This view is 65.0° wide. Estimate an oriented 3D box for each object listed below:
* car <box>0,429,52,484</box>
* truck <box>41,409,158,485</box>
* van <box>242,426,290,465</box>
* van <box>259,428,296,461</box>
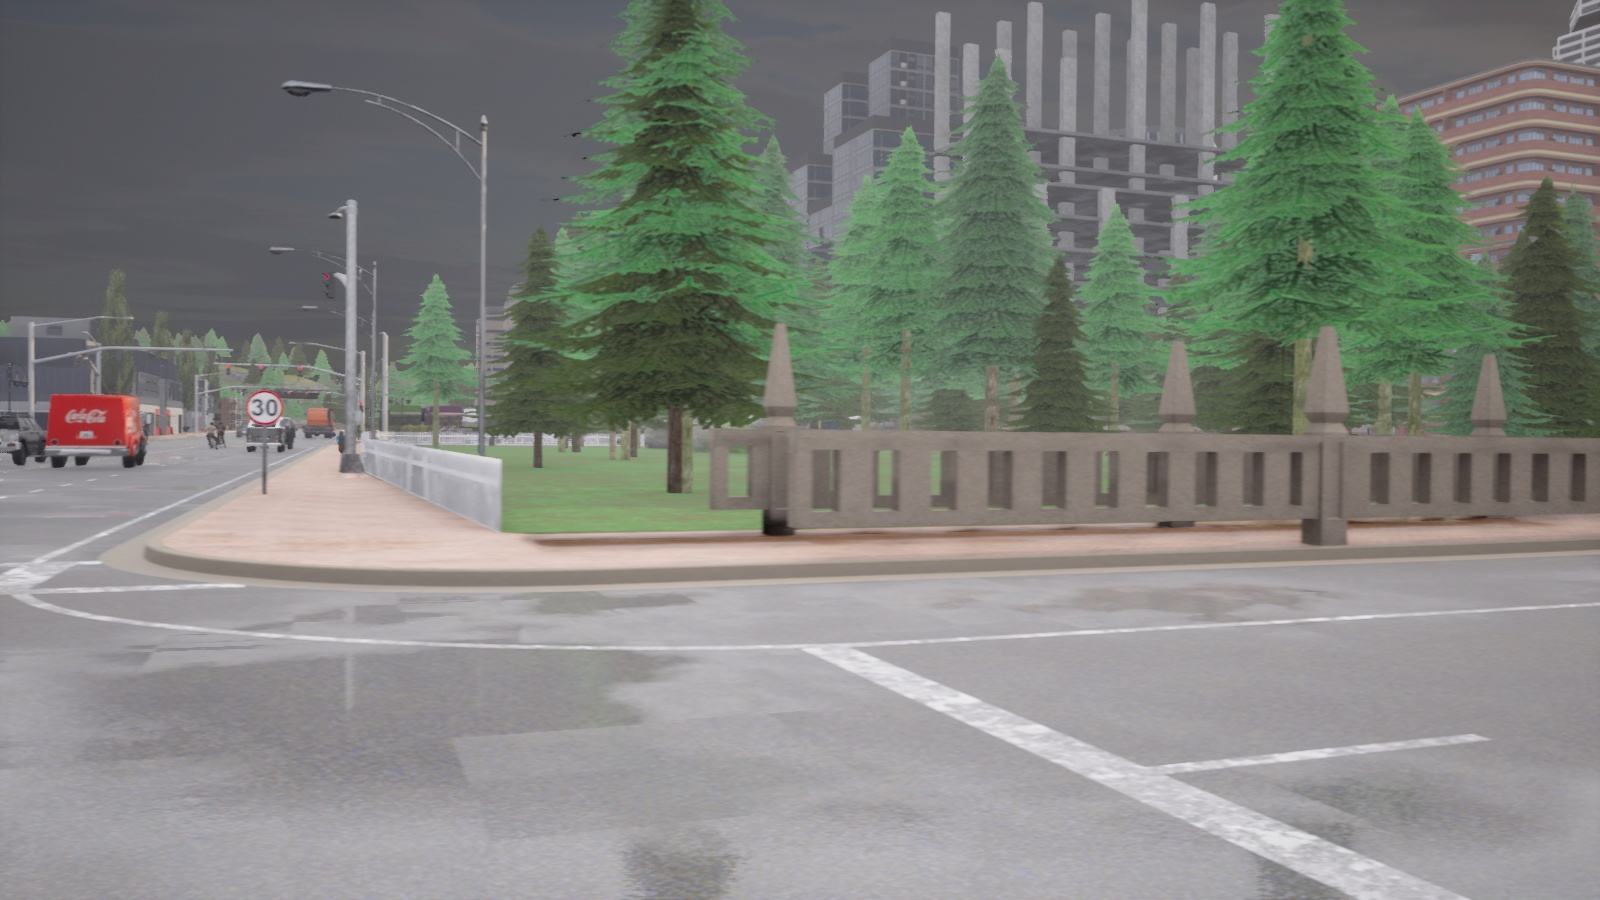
[{"bbox_3d":[-28.214,0.193,44.568,1.932,1.855,4.605,-1,1,-19],"label":"car"},{"bbox_3d":[-24.163,-0.137,43.540,2.627,2.467,5.204,-1,1,-19],"label":"truck"},{"bbox_3d":[-29.030,-0.278,68.397,2.069,2.038,4.480,-1,1,-19],"label":"van"},{"bbox_3d":[-31.900,-0.353,76.722,1.775,1.987,4.442,-1,1,-19],"label":"van"}]
